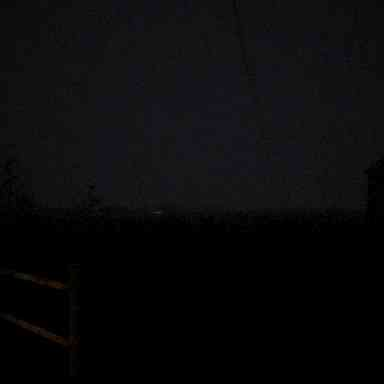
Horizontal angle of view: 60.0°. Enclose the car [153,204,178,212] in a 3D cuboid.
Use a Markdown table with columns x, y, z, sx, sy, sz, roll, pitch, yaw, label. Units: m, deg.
| x | y | z | sx | sy | sz | roll | pitch | yaw | label |
| --- | --- | --- | --- | --- | --- | --- | --- | --- | --- |
| -4.602 | 2.844 | 60.277 | 2.033 | 1.411 | 5.357 | 0 | -1 | 36 | car |
